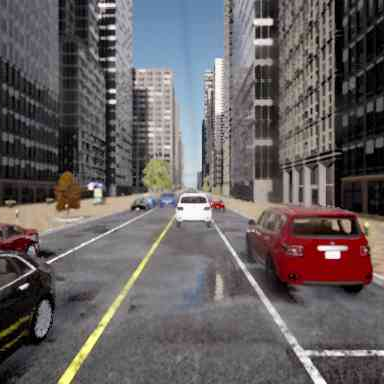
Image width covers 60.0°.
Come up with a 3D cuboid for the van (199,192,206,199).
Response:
[{"bbox_3d":[2.722,0.923,88.102,1.690,1.788,3.998,0,0,0],"label":"van"}]

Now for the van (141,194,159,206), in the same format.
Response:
[{"bbox_3d":[-5.676,1.158,42.758,1.690,1.788,3.998,0,0,0],"label":"van"}]

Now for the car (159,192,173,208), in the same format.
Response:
[{"bbox_3d":[-3.077,1.034,43.660,2.150,2.045,5.566,0,0,0],"label":"car"}]

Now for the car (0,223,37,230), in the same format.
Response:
[{"bbox_3d":[-5.688,1.508,8.750,1.887,1.381,4.507,0,0,0],"label":"car"}]

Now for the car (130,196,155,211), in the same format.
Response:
[{"bbox_3d":[-5.678,1.407,37.091,1.947,1.339,4.313,0,0,0],"label":"car"}]

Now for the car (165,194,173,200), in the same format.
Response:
[{"bbox_3d":[-5.661,1.157,82.437,1.887,1.381,4.507,0,0,0],"label":"car"}]

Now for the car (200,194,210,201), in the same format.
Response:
[{"bbox_3d":[2.715,1.217,71.099,1.887,1.381,4.507,0,0,0],"label":"car"}]

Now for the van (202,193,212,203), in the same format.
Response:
[{"bbox_3d":[2.711,1.073,59.762,1.690,1.788,3.998,0,0,0],"label":"van"}]

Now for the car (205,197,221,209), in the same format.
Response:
[{"bbox_3d":[2.705,1.399,42.756,1.802,1.307,4.206,0,0,0],"label":"car"}]

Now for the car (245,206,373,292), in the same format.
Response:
[{"bbox_3d":[2.693,1.278,8.746,2.192,1.841,5.009,0,0,0],"label":"car"}]

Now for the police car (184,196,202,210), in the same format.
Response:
[{"bbox_3d":[0.114,1.324,41.652,2.038,1.542,4.974,0,0,0],"label":"police car"}]

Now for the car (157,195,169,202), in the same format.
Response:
[{"bbox_3d":[-5.667,1.268,65.434,1.947,1.339,4.313,0,0,0],"label":"car"}]

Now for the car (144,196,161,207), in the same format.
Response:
[{"bbox_3d":[-5.674,1.356,48.429,1.947,1.339,4.313,0,0,0],"label":"car"}]

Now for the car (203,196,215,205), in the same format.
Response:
[{"bbox_3d":[2.709,1.344,54.095,1.802,1.307,4.206,0,0,0],"label":"car"}]

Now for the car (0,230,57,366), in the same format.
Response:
[{"bbox_3d":[-3.100,1.490,3.525,1.837,1.490,4.892,0,0,0],"label":"car"}]

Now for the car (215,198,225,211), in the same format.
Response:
[{"bbox_3d":[2.702,1.387,37.088,1.887,1.381,4.507,0,0,0],"label":"car"}]

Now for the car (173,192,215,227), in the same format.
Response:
[{"bbox_3d":[0.106,1.129,22.091,2.150,2.045,5.566,0,0,0],"label":"car"}]

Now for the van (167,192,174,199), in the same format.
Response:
[{"bbox_3d":[-5.659,0.923,88.105,1.690,1.788,3.998,0,0,0],"label":"van"}]

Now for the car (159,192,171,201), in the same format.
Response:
[{"bbox_3d":[-5.665,0.987,71.101,2.192,1.841,5.009,0,0,0],"label":"car"}]
